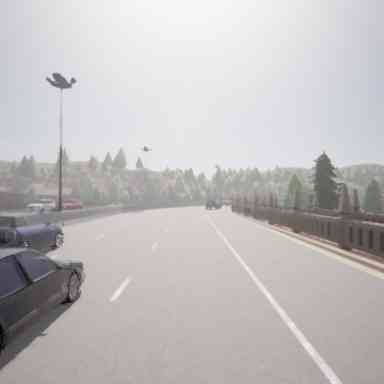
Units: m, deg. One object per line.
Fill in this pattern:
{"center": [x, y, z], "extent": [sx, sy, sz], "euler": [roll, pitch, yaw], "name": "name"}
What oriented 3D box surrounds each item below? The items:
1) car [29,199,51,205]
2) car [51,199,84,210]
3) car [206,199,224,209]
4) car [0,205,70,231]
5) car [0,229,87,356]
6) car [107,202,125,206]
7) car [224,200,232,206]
{"center": [-20.870, 2.012, 46.148], "extent": [2.150, 2.045, 5.566], "euler": [0, -1, 3], "name": "car"}
{"center": [-17.304, 2.031, 47.310], "extent": [2.150, 2.045, 5.566], "euler": [0, -1, 3], "name": "car"}
{"center": [4.121, 2.276, 63.919], "extent": [2.150, 2.045, 5.566], "euler": [0, -1, 15], "name": "car"}
{"center": [-6.899, 1.575, 13.295], "extent": [2.097, 1.767, 4.553], "euler": [0, -1, 0], "name": "car"}
{"center": [-3.400, 1.635, 5.440], "extent": [2.033, 1.411, 5.357], "euler": [0, -1, 0], "name": "car"}
{"center": [-12.891, 2.447, 56.597], "extent": [1.882, 1.535, 5.008], "euler": [0, -1, 8], "name": "car"}
{"center": [8.360, 2.546, 79.110], "extent": [1.882, 1.535, 5.008], "euler": [-1, -1, 28], "name": "car"}
